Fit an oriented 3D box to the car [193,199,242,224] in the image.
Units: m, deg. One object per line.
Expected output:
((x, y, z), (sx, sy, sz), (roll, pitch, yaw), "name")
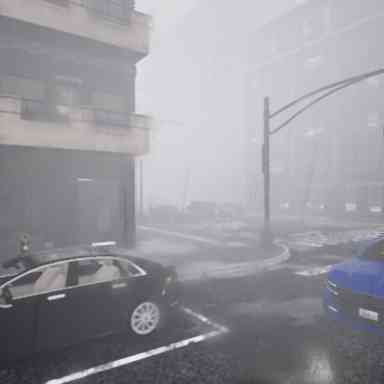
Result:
((1.433, 1.468, 26.520), (2.097, 1.767, 4.553), (0, 1, -35), "car")

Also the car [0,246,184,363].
((-2.190, 1.562, 5.011), (4.403, 1.369, 2.008), (1, -1, -35), "car")

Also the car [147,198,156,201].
((-6.357, 1.523, 47.938), (1.752, 1.417, 4.829), (0, 0, -35), "car")

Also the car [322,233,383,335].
((4.440, 1.560, 6.601), (5.008, 1.535, 1.882), (1, 1, -43), "car")

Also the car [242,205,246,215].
((3.531, 1.616, 33.847), (1.887, 1.381, 4.507), (0, 0, -35), "car")

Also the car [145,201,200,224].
((-1.640, 1.666, 26.187), (1.887, 1.381, 4.507), (0, 0, -35), "car")

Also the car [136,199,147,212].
((-7.711, 1.539, 39.735), (2.128, 1.511, 4.902), (0, 0, -35), "car")
